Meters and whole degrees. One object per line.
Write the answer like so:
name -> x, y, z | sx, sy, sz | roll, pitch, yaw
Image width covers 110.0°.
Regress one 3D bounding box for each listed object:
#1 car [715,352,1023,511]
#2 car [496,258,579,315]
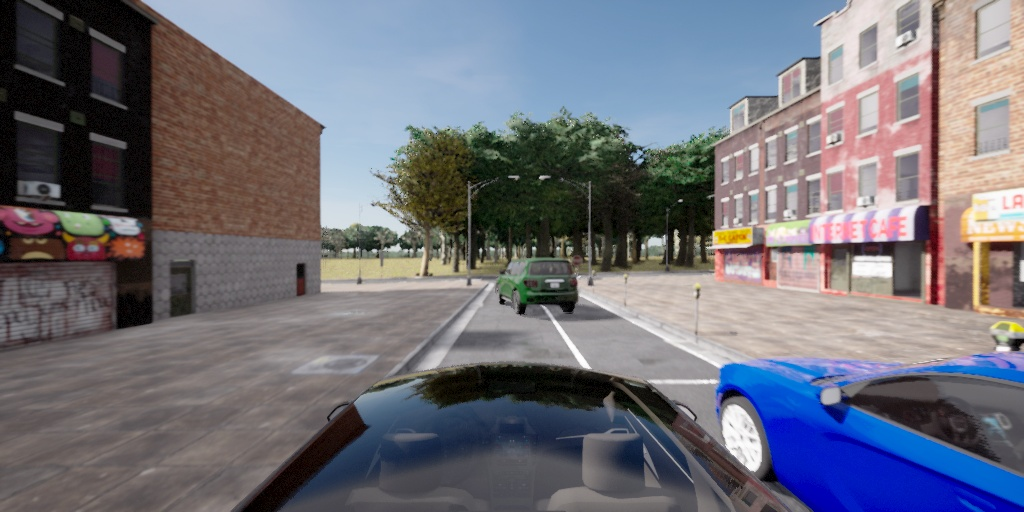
car -> 3.015, 1.228, 1.688 | 1.882, 1.535, 5.008 | 0, -1, 0
car -> 0.820, 1.113, 14.595 | 2.150, 2.045, 5.566 | 0, -1, -13
